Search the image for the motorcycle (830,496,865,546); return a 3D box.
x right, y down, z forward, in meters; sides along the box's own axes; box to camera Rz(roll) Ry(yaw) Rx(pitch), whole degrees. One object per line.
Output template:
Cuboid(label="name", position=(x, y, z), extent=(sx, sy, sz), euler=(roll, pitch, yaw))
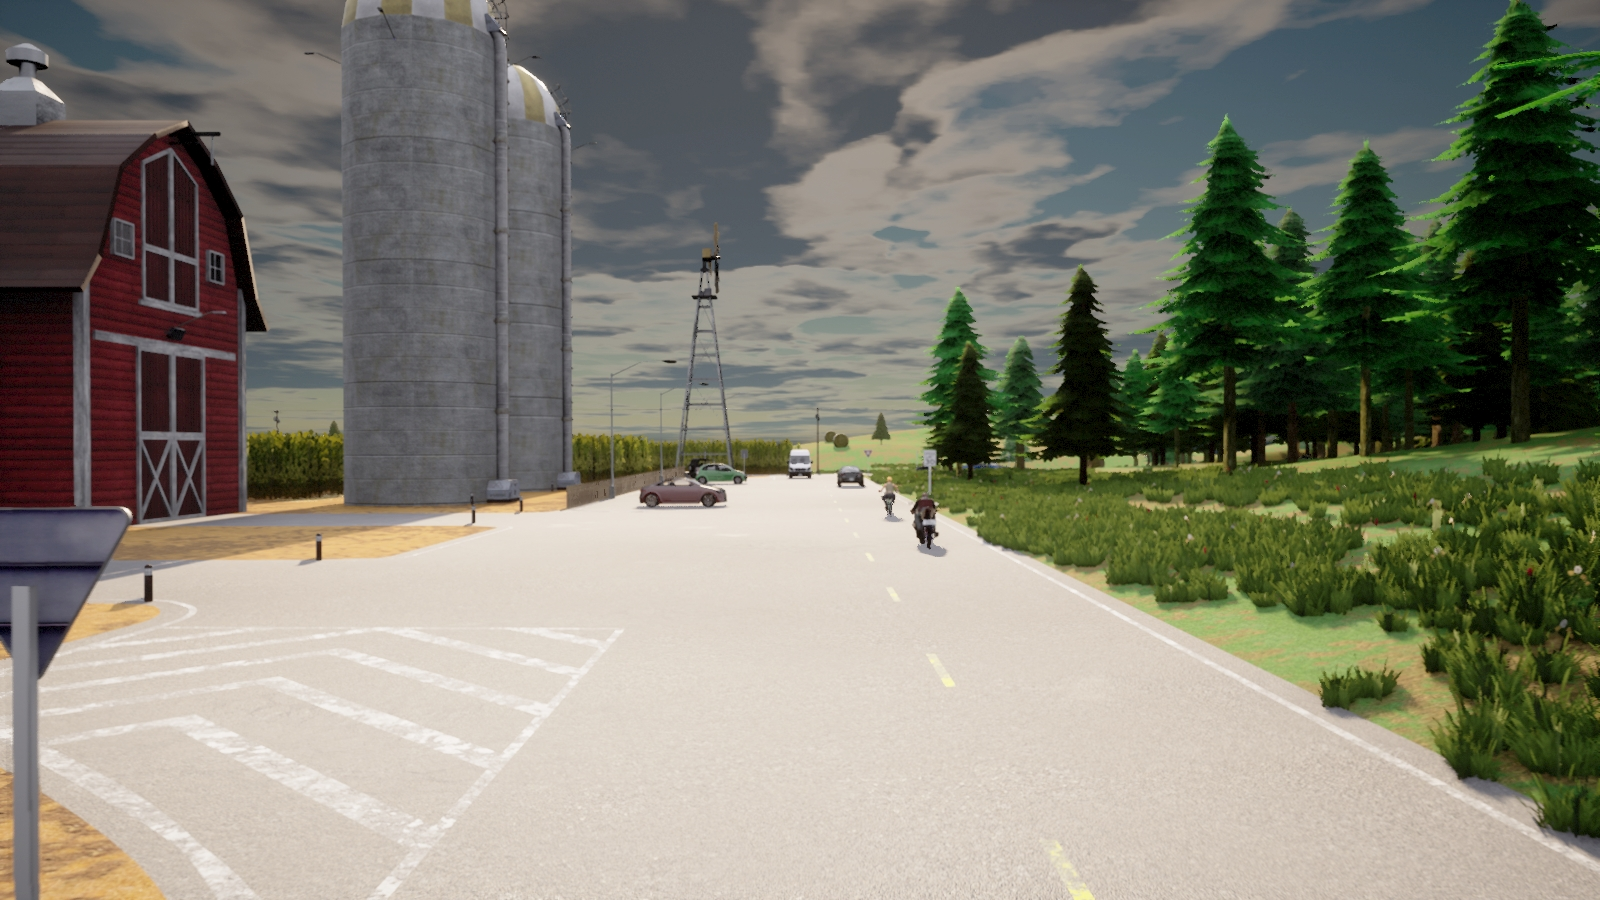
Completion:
Cuboid(label="motorcycle", position=(1.319, 1.965, 32.101), extent=(0.867, 1.251, 2.209), euler=(0, 0, 0))
